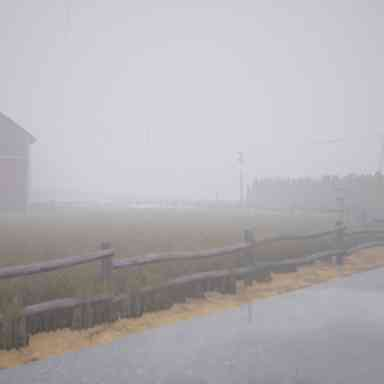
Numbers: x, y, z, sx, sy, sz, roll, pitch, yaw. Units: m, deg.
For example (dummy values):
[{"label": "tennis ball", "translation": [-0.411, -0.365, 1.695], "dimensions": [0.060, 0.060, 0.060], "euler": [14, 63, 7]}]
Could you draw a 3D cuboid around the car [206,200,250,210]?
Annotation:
[{"label": "car", "translation": [3.451, 1.546, 33.644], "dimensions": [2.033, 1.411, 5.357], "euler": [0, 0, -35]}]

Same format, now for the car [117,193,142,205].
[{"label": "car", "translation": [-10.068, 1.225, 52.942], "dimensions": [2.150, 2.045, 5.566], "euler": [0, 0, -35]}]
